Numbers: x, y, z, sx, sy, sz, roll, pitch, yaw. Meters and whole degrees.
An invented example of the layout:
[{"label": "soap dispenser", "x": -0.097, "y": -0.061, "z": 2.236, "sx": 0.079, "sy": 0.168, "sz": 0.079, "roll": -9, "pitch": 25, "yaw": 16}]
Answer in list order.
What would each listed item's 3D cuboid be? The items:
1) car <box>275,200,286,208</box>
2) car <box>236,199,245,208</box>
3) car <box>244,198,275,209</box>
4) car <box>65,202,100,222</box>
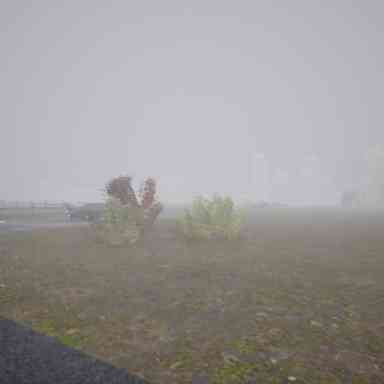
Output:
[{"label": "car", "x": 15.753, "y": 2.152, "z": 61.238, "sx": 1.994, "sy": 1.385, "sz": 4.181, "roll": -1, "pitch": -1, "yaw": 36}, {"label": "car", "x": 9.519, "y": 1.927, "z": 58.576, "sx": 2.097, "sy": 1.767, "sz": 4.553, "roll": -1, "pitch": -1, "yaw": 36}, {"label": "car", "x": 11.168, "y": 2.048, "z": 54.818, "sx": 2.033, "sy": 1.411, "sz": 5.357, "roll": -1, "pitch": -1, "yaw": 36}, {"label": "car", "x": -8.225, "y": 1.641, "z": 27.941, "sx": 1.837, "sy": 1.490, "sz": 4.892, "roll": -1, "pitch": -1, "yaw": 36}]
